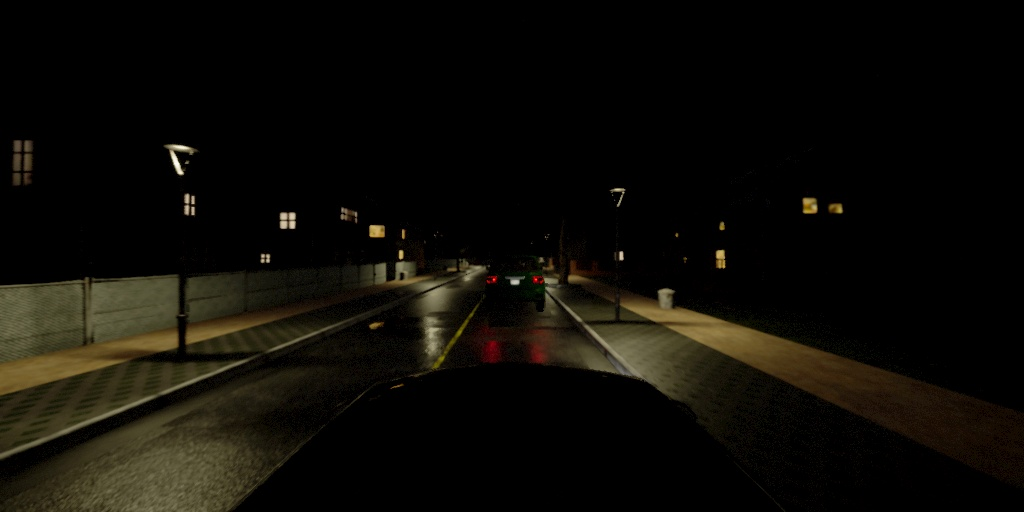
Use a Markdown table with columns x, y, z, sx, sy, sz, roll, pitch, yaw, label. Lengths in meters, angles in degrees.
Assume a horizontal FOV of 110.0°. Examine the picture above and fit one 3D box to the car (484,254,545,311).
| x | y | z | sx | sy | sz | roll | pitch | yaw | label |
| --- | --- | --- | --- | --- | --- | --- | --- | --- | --- |
| 0.101 | 0.962 | 14.606 | 2.150 | 2.045 | 5.566 | 0 | 0 | 0 | car |
